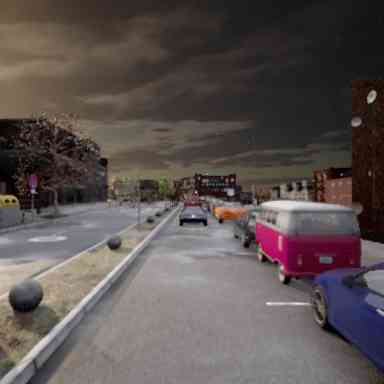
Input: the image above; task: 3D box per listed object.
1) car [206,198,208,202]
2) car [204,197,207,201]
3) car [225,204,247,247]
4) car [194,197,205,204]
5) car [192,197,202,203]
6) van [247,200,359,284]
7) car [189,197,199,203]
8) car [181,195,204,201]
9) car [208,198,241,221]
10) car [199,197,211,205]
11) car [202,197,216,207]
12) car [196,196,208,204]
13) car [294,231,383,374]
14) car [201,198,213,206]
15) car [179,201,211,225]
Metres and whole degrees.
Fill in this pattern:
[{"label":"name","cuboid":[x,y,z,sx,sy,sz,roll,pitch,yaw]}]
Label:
[{"label":"car","cuboid":[2.988,1.643,37.242,2.002,1.452,4.674,0,0,0]},{"label":"car","cuboid":[2.984,1.697,53.676,2.231,1.521,4.892,0,0,0]},{"label":"car","cuboid":[2.994,1.504,15.028,2.231,1.521,4.892,0,0,0]},{"label":"car","cuboid":[1.780,2.039,81.504,2.163,1.488,4.792,0,-1,-5]},{"label":"car","cuboid":[1.196,2.116,86.992,2.002,1.452,4.674,0,-1,-6]},{"label":"van","cuboid":[2.995,1.264,9.631,1.878,1.987,4.442,0,0,0]},{"label":"car","cuboid":[0.507,2.145,92.370,2.231,1.521,4.892,0,-1,-7]},{"label":"car","cuboid":[0.086,1.372,42.331,2.150,2.045,5.566,0,0,0]},{"label":"car","cuboid":[2.990,1.446,31.566,2.185,1.767,4.553,0,0,0]},{"label":"car","cuboid":[2.627,1.872,70.286,2.097,1.535,5.008,0,-1,-2]},{"label":"car","cuboid":[2.974,1.742,59.196,2.231,1.521,4.892,0,-1,0]},{"label":"car","cuboid":[2.278,1.814,75.800,2.185,1.767,4.553,0,-1,-4]},{"label":"car","cuboid":[2.996,1.522,3.988,2.002,1.452,4.674,0,0,0]},{"label":"car","cuboid":[2.860,1.844,64.742,2.002,1.452,4.674,0,-1,-1]},{"label":"car","cuboid":[0.094,1.621,24.545,1.994,1.385,4.181,0,0,0]}]
